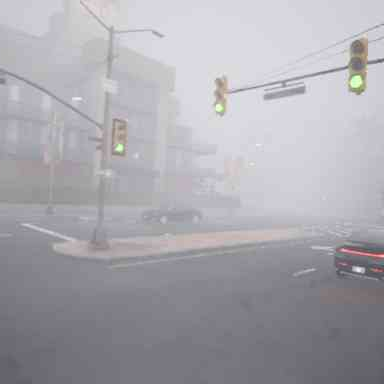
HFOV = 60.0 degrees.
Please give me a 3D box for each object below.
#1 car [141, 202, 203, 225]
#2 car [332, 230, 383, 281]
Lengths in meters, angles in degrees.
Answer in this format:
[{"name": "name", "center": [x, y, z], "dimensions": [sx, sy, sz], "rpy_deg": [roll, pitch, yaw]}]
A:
[{"name": "car", "center": [-1.367, 1.505, 24.319], "dimensions": [5.008, 1.535, 1.882], "rpy_deg": [4, 0, -45]}, {"name": "car", "center": [6.132, 1.980, 10.519], "dimensions": [4.892, 1.490, 1.837], "rpy_deg": [6, -2, -45]}]
